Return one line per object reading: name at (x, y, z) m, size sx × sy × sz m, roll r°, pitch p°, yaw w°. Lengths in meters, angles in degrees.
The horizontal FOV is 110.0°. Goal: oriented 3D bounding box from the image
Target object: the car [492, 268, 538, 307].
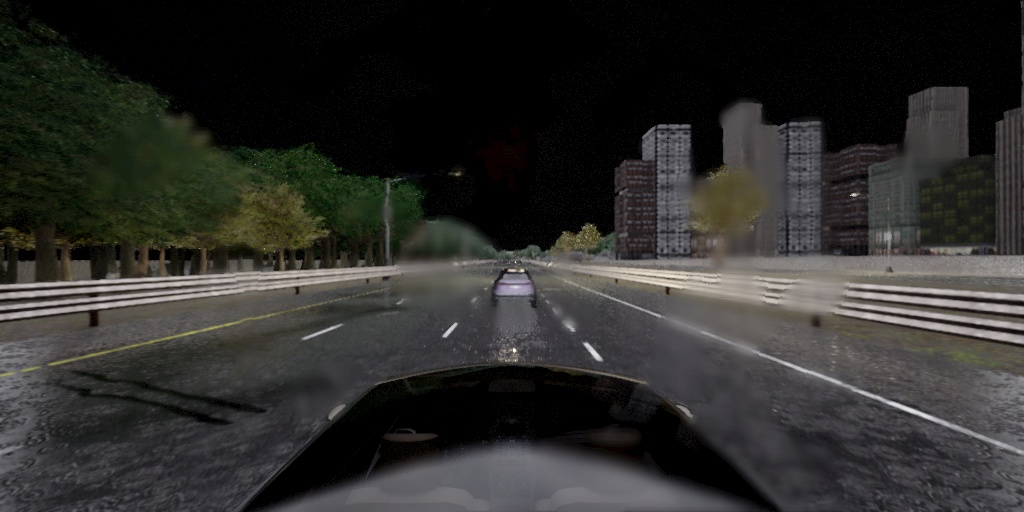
car at (0.107, 1.344, 16.799) m, size 2.033 × 1.649 × 4.856 m, roll 0°, pitch 0°, yaw -1°
